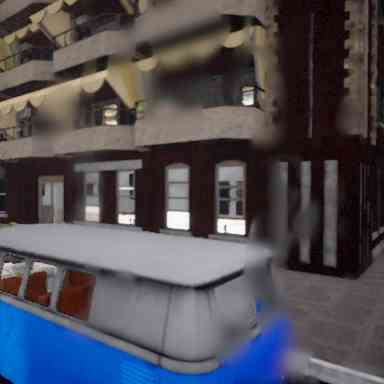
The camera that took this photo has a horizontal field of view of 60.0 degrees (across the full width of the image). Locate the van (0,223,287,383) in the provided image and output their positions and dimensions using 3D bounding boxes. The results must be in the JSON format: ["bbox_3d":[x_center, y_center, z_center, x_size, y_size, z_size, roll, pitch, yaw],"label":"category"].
[{"bbox_3d":[-1.008,1.319,3.593,3.998,1.788,1.690,1,0,35],"label":"van"}]
